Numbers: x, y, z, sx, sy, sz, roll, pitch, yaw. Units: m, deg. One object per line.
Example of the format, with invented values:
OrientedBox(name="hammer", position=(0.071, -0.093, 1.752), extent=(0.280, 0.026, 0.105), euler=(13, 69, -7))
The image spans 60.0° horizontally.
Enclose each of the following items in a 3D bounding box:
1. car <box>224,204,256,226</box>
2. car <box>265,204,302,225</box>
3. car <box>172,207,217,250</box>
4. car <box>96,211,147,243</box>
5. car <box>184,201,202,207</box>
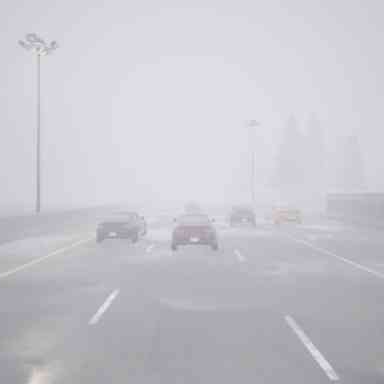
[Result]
OrientedBox(name="car", position=(3.597, 1.693, 25.238), extent=(1.837, 1.490, 4.892), euler=(0, 0, 0))
OrientedBox(name="car", position=(7.098, 1.671, 26.248), extent=(1.882, 1.535, 5.008), euler=(0, 0, 0))
OrientedBox(name="car", position=(0.099, 1.636, 14.855), extent=(1.812, 1.442, 4.674), euler=(0, 0, 0))
OrientedBox(name="car", position=(-3.400, 1.648, 16.580), extent=(1.812, 1.442, 4.674), euler=(0, 0, 0))
OrientedBox(name="car", position=(0.098, 1.787, 38.063), extent=(1.837, 1.490, 4.892), euler=(0, 0, 0))
